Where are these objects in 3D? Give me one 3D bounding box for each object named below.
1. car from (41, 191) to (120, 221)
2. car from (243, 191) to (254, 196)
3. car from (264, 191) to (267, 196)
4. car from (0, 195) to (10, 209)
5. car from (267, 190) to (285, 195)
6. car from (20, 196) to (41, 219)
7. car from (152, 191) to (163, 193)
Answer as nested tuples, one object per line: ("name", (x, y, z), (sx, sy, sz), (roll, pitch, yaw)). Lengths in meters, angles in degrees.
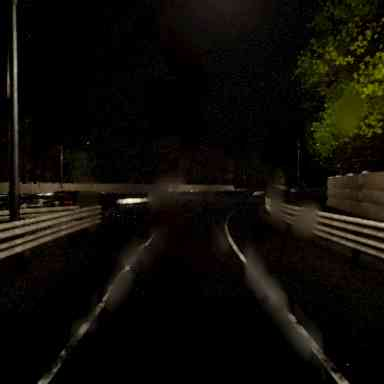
("car", (-7.557, 0.918, 23.837), (2.150, 2.045, 5.566), (1, 1, 26))
("car", (14.520, 0.400, 85.310), (1.994, 1.385, 4.181), (0, 1, 26))
("car", (21.199, 0.284, 91.018), (2.033, 1.411, 5.357), (0, 1, 26))
("car", (-14.014, 1.040, 26.571), (2.097, 1.767, 4.553), (0, 1, 26))
("car", (21.010, 0.382, 82.649), (2.033, 1.411, 5.357), (0, 1, 26))
("car", (-10.789, 1.212, 25.197), (1.812, 1.442, 4.674), (0, 1, 26))
("car", (-9.147, 0.513, 84.692), (2.128, 1.511, 4.902), (0, 1, 26))
